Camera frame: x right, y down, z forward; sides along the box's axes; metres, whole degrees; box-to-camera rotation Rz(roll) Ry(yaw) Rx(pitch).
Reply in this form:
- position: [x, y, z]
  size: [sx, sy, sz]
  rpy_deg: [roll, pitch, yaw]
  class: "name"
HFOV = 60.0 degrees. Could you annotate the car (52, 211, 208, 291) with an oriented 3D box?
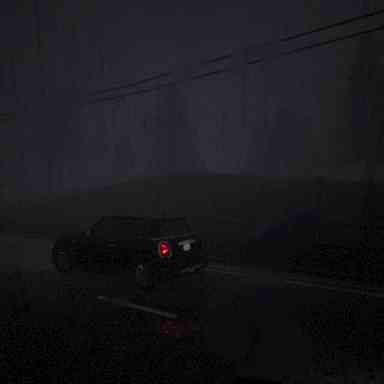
- position: [-1.879, 1.382, 9.350]
  size: [4.553, 1.767, 2.097]
  rpy_deg: [0, 0, 34]
  class: "car"
